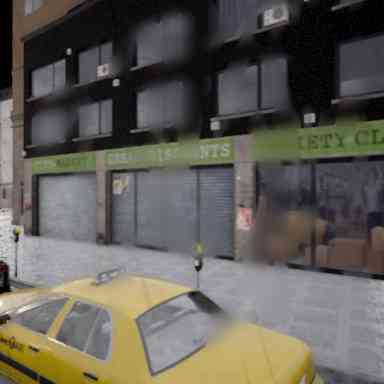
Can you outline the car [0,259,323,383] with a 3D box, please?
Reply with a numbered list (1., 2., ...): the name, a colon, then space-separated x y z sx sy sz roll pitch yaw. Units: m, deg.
1. car: -1.103 1.555 3.875 4.829 1.417 1.752 -1 0 35
